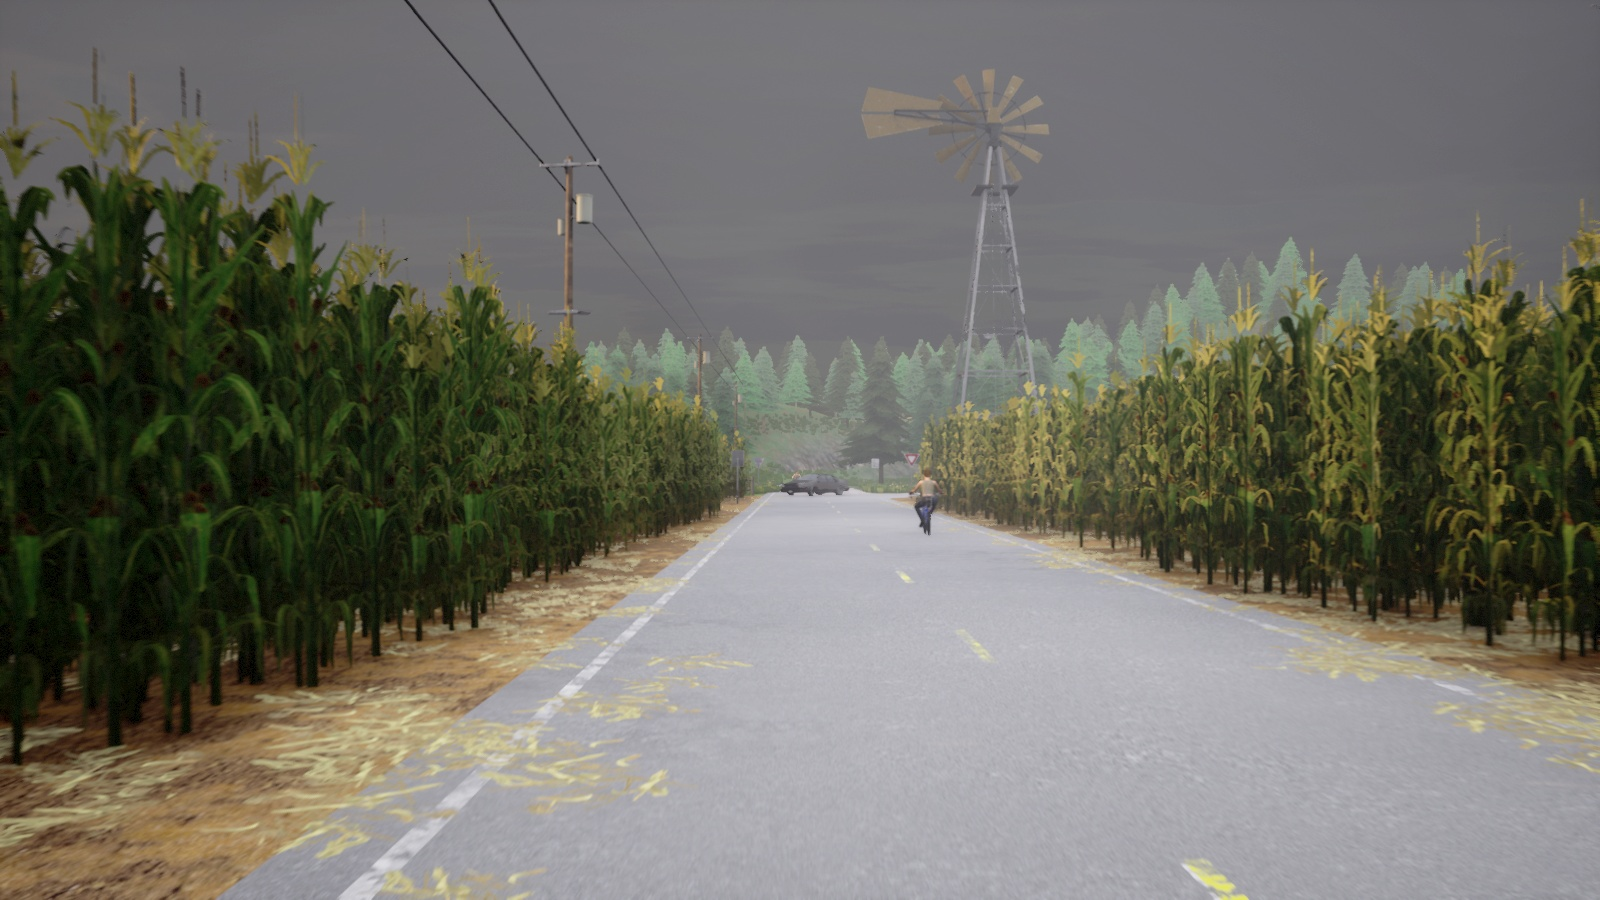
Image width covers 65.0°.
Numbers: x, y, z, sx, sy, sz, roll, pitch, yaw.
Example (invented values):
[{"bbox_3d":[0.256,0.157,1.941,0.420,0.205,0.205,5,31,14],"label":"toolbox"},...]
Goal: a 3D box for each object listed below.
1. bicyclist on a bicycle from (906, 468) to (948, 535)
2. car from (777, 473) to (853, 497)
[{"bbox_3d":[3.124,1.259,31.057,0.866,1.612,1.509,0,-1,0],"label":"bicyclist on a bicycle"},{"bbox_3d":[0.987,2.185,79.346,2.033,1.411,5.357,-1,-1,36],"label":"car"}]
